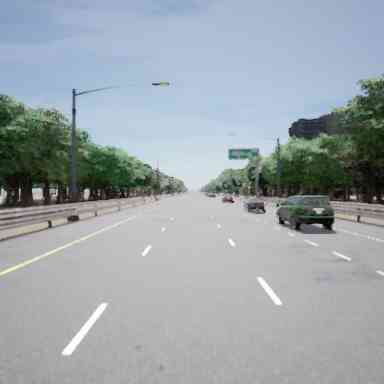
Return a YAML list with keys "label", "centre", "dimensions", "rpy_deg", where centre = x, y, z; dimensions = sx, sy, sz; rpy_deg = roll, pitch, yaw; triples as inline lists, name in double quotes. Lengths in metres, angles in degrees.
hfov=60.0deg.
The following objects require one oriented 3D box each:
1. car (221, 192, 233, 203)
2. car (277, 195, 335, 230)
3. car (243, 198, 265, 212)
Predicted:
- label: "car"
  centre: [7.251, 1.324, 68.483]
  dimensions: [2.097, 1.767, 4.553]
  rpy_deg: [0, 0, 0]
- label: "car"
  centre: [7.025, 1.224, 21.062]
  dimensions: [2.150, 2.045, 5.566]
  rpy_deg: [0, 0, 0]
- label: "car"
  centre: [7.080, 1.506, 38.153]
  dimensions: [1.837, 1.490, 4.892]
  rpy_deg: [0, 0, 0]
